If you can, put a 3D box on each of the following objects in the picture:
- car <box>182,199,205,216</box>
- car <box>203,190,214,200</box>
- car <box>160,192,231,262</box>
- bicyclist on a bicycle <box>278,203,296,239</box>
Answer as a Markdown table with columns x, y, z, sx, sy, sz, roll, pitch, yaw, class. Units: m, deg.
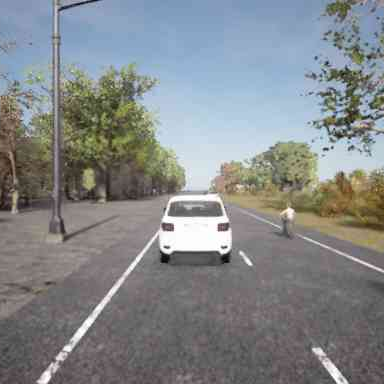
| x | y | z | sx | sy | sz | roll | pitch | yaw | class |
| --- | --- | --- | --- | --- | --- | --- | --- | --- | --- |
| 0.110 | 1.378 | 30.402 | 1.895 | 1.301 | 4.718 | 0 | 0 | 0 | car |
| 3.526 | 0.693 | 73.544 | 2.150 | 2.045 | 5.566 | 0 | 0 | 0 | car |
| 0.104 | 1.134 | 11.888 | 2.150 | 2.045 | 5.566 | 0 | 0 | 0 | car |
| 4.491 | 1.322 | 15.548 | 0.866 | 1.612 | 1.509 | 0 | 0 | 0 | bicyclist on a bicycle |
